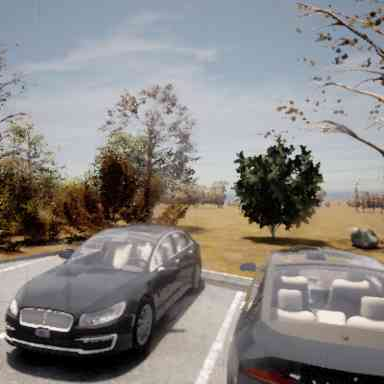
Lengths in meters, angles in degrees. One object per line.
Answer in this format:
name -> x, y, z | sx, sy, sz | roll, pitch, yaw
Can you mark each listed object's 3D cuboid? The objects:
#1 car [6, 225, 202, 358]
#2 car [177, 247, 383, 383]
car -> -1.120, 1.430, 6.309 | 2.231, 1.521, 4.892 | 1, 0, 16
car -> 1.636, 1.473, 4.328 | 2.231, 1.521, 4.892 | 1, 0, 15
